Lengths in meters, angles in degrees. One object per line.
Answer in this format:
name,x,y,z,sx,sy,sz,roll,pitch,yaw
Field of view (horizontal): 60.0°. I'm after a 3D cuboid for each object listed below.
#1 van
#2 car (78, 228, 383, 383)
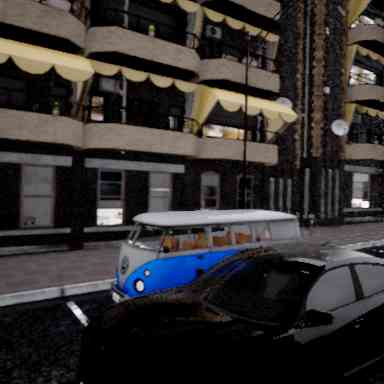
van,0.482,1.281,6.789,3.998,1.788,1.690,0,2,-33
car,1.188,1.450,4.175,5.008,1.535,1.882,0,1,-33
